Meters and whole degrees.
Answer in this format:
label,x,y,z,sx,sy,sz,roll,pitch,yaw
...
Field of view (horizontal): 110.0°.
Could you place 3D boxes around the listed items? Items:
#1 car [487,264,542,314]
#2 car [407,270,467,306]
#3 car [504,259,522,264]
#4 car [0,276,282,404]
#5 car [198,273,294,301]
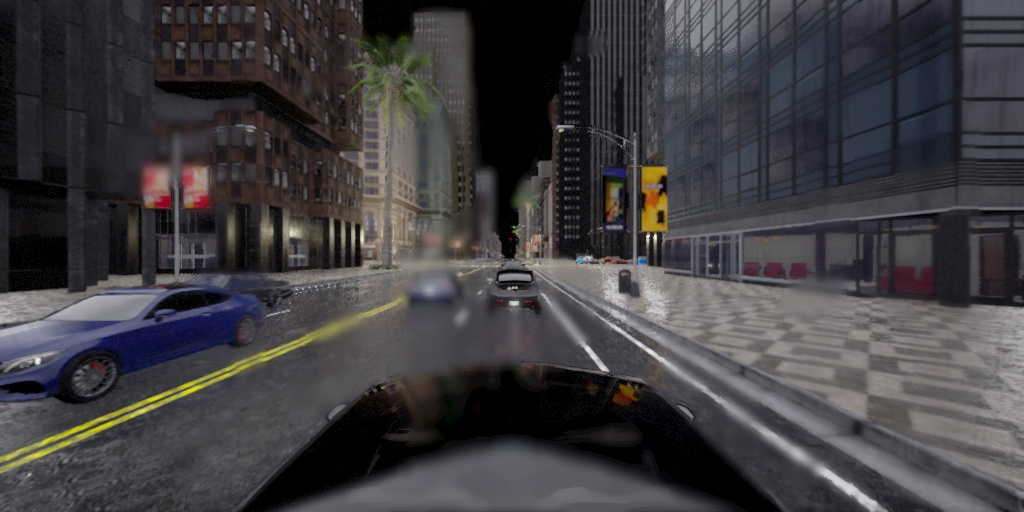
label,x,y,z,sx,sy,sz,roll,pitch,yaw
car,0.101,1.240,13.608,1.837,1.490,4.892,0,0,0
car,-3.150,1.297,15.720,1.994,1.385,4.181,0,0,0
car,0.104,1.067,31.229,2.097,1.767,4.553,0,0,0
car,-6.600,1.270,6.453,1.812,1.442,4.674,0,0,0
car,-9.850,1.284,12.287,2.033,1.411,5.357,0,0,0
